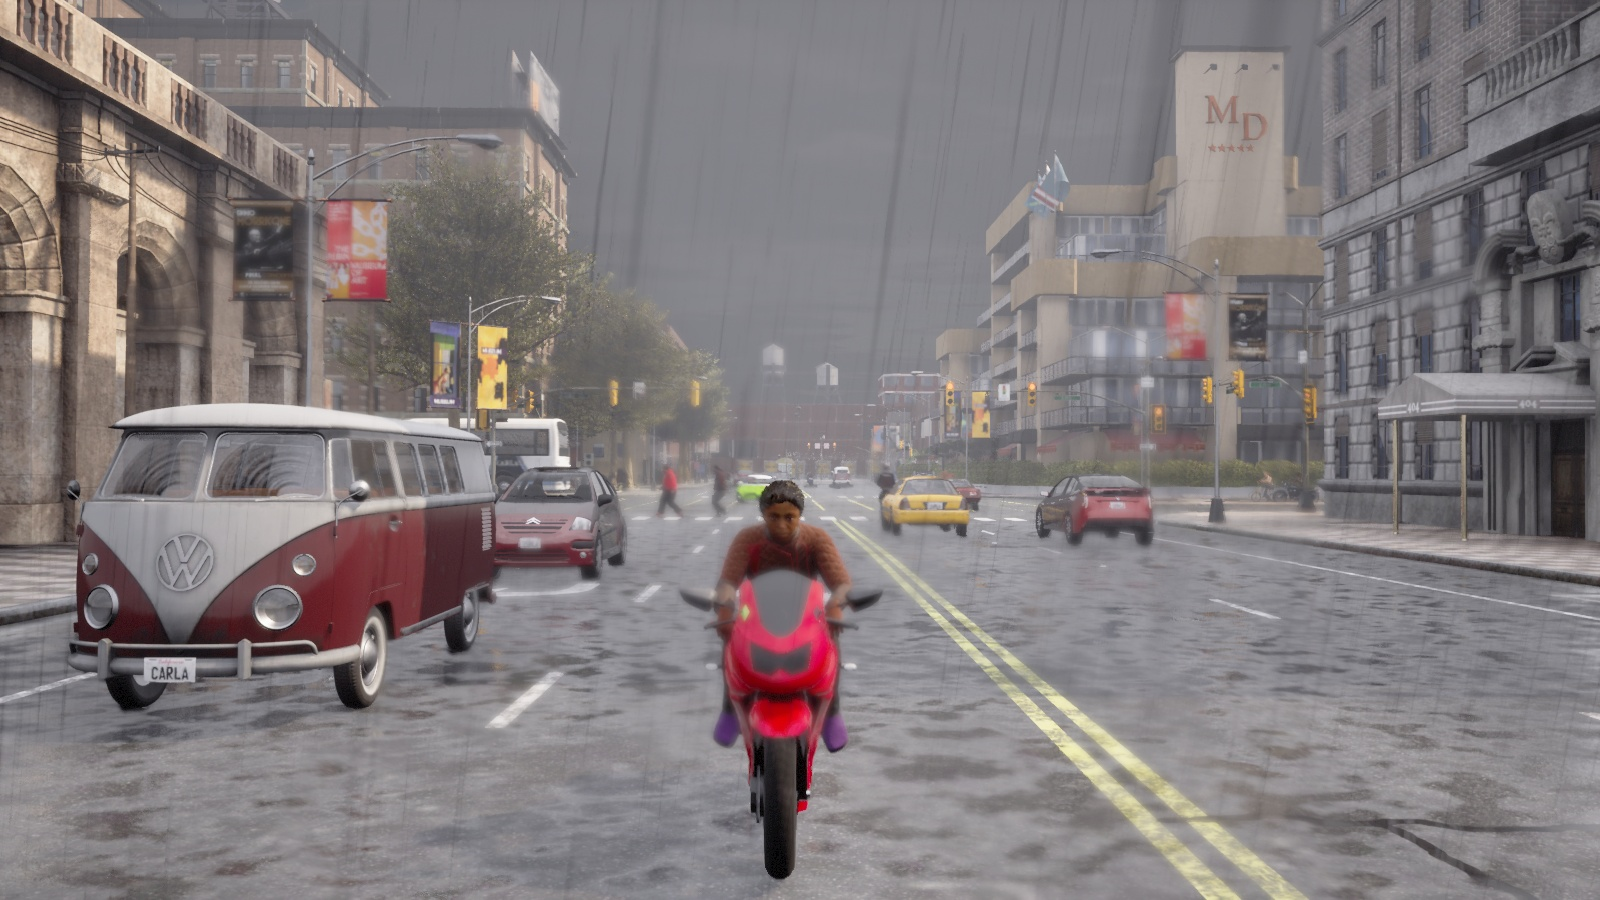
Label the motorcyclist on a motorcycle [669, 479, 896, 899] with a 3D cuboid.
[{"bbox_3d":[-0.072,0.890,5.470,0.797,1.523,2.044,0,-1,0],"label":"motorcyclist on a motorcycle"}]

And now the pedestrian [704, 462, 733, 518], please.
[{"bbox_3d":[-2.713,1.326,42.013,0.899,1.844,0.634,0,-1,2],"label":"pedestrian"}]

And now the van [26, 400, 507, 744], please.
[{"bbox_3d":[-3.607,0.741,9.502,1.775,1.987,4.442,0,-1,-1],"label":"van"}]

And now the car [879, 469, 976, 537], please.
[{"bbox_3d":[3.113,1.272,31.727,1.801,1.575,5.366,0,-1,-1],"label":"car"}]

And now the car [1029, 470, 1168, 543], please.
[{"bbox_3d":[6.674,1.213,28.579,2.007,1.525,4.514,0,-1,-1],"label":"car"}]

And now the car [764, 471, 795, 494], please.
[{"bbox_3d":[-1.442,2.247,87.812,2.128,1.511,4.902,0,-1,-1],"label":"car"}]

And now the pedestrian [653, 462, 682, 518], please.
[{"bbox_3d":[-4.405,1.337,41.798,0.899,1.844,0.634,0,-1,0],"label":"pedestrian"}]

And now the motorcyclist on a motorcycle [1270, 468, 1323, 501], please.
[{"bbox_3d":[24.891,1.721,62.998,2.350,1.649,0.766,0,-1,-1],"label":"motorcyclist on a motorcycle"}]

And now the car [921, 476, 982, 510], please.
[{"bbox_3d":[6.229,1.763,52.140,1.895,1.301,4.718,0,-1,-1],"label":"car"}]

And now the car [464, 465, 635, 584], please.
[{"bbox_3d":[-3.690,1.049,19.162,1.851,1.617,3.988,0,-1,-1],"label":"car"}]

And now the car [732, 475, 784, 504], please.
[{"bbox_3d":[-2.017,1.887,60.297,1.481,1.376,2.207,1,-1,-37],"label":"car"}]

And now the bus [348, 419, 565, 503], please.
[{"bbox_3d":[-17.906,0.616,66.063,10.273,4.253,3.944,0,-1,1],"label":"bus"}]
